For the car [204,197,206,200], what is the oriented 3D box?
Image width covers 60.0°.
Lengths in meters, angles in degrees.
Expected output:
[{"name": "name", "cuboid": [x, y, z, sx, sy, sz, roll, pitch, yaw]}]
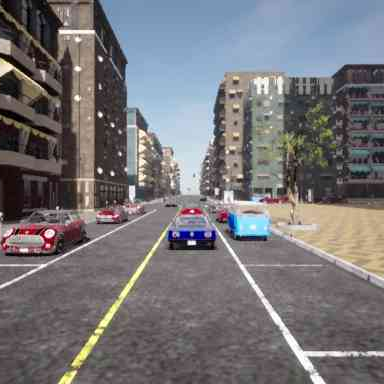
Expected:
[{"name": "car", "cuboid": [2.830, 1.563, 41.114, 2.008, 1.369, 4.403, 1, 0, 0]}]

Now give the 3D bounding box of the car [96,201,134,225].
[{"name": "car", "cuboid": [-5.759, 1.587, 24.405, 1.802, 1.307, 4.206, 1, 0, 0]}]

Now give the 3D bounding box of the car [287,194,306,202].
[{"name": "car", "cuboid": [19.290, 1.238, 66.088, 5.009, 1.841, 2.192, 0, 0, 0]}]

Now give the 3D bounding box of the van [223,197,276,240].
[{"name": "van", "cuboid": [2.731, 1.344, 16.653, 1.690, 1.788, 3.998, 1, 0, 0]}]

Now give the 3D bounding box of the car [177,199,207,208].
[{"name": "car", "cuboid": [0.000, 1.581, 29.653, 1.994, 1.385, 4.181, 0, 0, 0]}]

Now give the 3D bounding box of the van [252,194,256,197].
[{"name": "van", "cuboid": [13.763, 1.306, 66.127, 3.998, 1.788, 1.690, 0, 0, 0]}]

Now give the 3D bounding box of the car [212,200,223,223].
[{"name": "car", "cuboid": [2.785, 1.551, 25.114, 1.887, 1.381, 4.507, 1, 0, 0]}]

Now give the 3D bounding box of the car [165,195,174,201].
[{"name": "car", "cuboid": [-5.680, 1.577, 84.918, 1.887, 1.381, 4.507, 1, 0, 0]}]

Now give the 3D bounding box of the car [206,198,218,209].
[{"name": "car", "cuboid": [2.830, 1.560, 35.544, 2.008, 1.369, 4.403, 1, 0, 0]}]

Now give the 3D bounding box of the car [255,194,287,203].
[{"name": "car", "cuboid": [13.703, 1.422, 57.746, 4.206, 1.307, 1.802, 0, 0, 0]}]

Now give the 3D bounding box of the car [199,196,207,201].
[{"name": "car", "cuboid": [2.700, 1.614, 84.878, 1.802, 1.307, 4.206, 1, 0, 0]}]

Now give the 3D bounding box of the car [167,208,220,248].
[{"name": "car", "cuboid": [0.000, 1.620, 14.682, 1.895, 1.301, 4.718, 0, 0, 0]}]

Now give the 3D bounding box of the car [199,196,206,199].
[{"name": "car", "cuboid": [2.700, 1.595, 79.307, 1.947, 1.339, 4.313, 1, 0, 0]}]

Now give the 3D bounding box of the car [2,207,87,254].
[{"name": "car", "cuboid": [-5.682, 1.442, 13.266, 1.967, 1.590, 4.097, 1, 0, 0]}]

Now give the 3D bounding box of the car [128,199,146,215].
[{"name": "car", "cuboid": [-5.807, 1.449, 33.309, 1.967, 1.590, 4.097, 1, 0, 0]}]

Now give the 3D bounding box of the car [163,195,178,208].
[{"name": "car", "cuboid": [-3.000, 1.618, 49.656, 2.033, 1.411, 5.357, 0, 0, 0]}]

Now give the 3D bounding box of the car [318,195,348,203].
[{"name": "car", "cuboid": [24.757, 1.195, 57.668, 4.097, 1.590, 1.967, 0, 0, 0]}]

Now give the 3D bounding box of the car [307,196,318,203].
[{"name": "car", "cuboid": [24.820, 1.425, 66.047, 4.507, 1.381, 1.887, 0, 0, 0]}]
